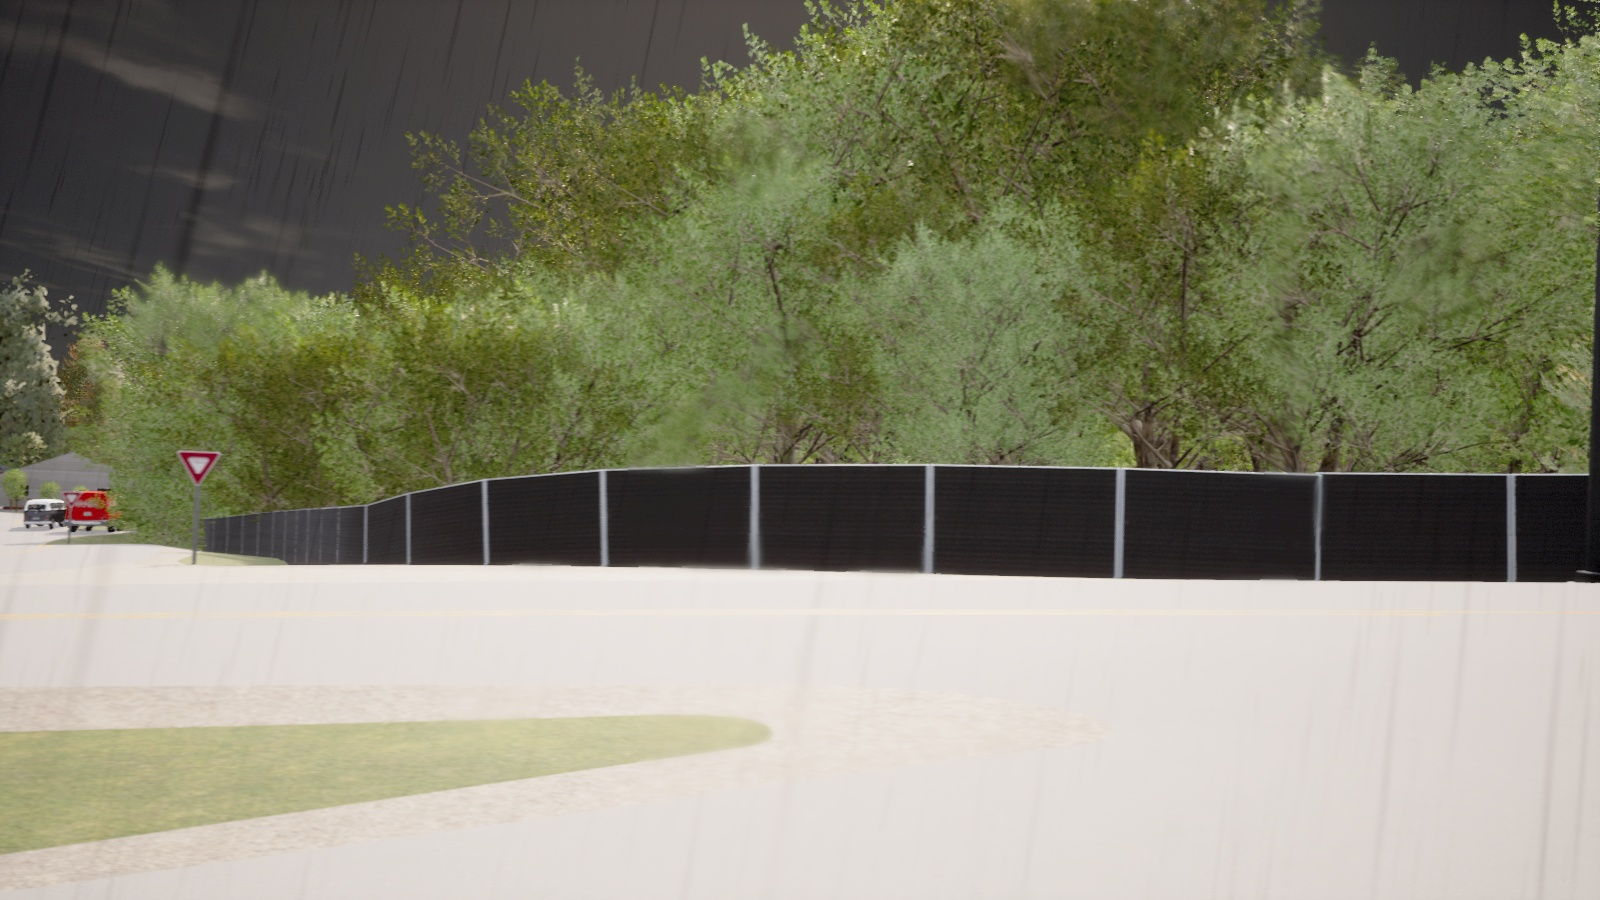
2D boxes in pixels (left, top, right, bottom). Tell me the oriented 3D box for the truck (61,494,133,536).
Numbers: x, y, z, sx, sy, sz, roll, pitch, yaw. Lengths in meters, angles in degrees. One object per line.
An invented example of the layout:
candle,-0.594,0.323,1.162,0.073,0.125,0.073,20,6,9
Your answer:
truck,-42.987,3.949,76.938,2.627,2.467,5.204,2,-3,-16
